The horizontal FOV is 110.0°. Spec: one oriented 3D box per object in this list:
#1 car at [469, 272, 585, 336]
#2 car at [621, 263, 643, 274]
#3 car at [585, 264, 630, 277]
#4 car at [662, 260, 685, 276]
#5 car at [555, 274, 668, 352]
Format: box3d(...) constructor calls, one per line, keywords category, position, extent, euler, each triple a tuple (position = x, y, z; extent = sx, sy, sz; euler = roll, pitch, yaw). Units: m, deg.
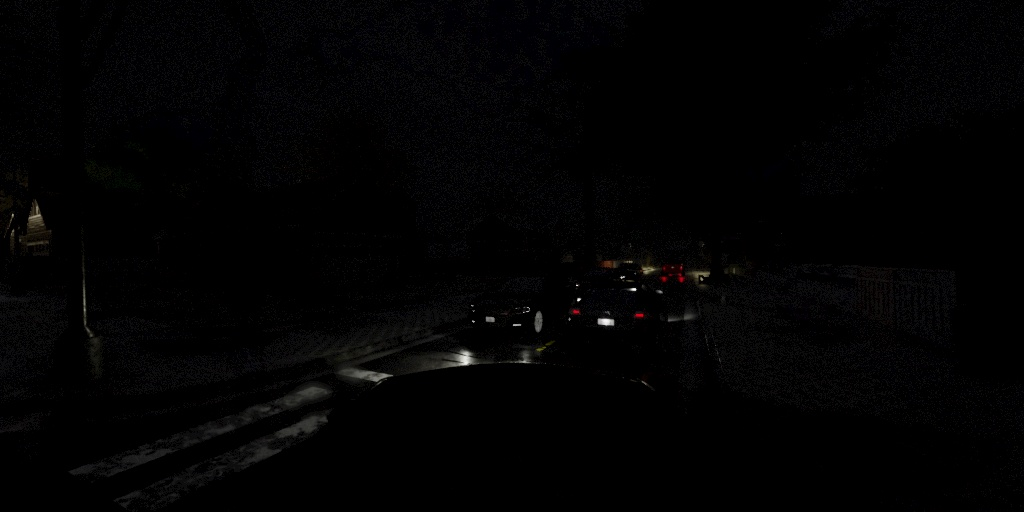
box3d(category="car", position=(0.566, 1.281, 11.042), extent=(1.882, 1.535, 5.008), euler=(-1, 0, 26))
box3d(category="car", position=(9.404, 1.323, 28.897), extent=(1.837, 1.490, 4.892), euler=(-1, -1, 27))
box3d(category="car", position=(4.950, 1.351, 19.915), extent=(2.033, 1.411, 5.357), euler=(-1, 0, 25))
box3d(category="car", position=(17.083, 1.178, 37.894), extent=(2.097, 1.767, 4.553), euler=(-1, -1, 27))
box3d(category="car", position=(2.815, 1.323, 9.158), extent=(1.994, 1.385, 4.181), euler=(-1, 0, 26))
